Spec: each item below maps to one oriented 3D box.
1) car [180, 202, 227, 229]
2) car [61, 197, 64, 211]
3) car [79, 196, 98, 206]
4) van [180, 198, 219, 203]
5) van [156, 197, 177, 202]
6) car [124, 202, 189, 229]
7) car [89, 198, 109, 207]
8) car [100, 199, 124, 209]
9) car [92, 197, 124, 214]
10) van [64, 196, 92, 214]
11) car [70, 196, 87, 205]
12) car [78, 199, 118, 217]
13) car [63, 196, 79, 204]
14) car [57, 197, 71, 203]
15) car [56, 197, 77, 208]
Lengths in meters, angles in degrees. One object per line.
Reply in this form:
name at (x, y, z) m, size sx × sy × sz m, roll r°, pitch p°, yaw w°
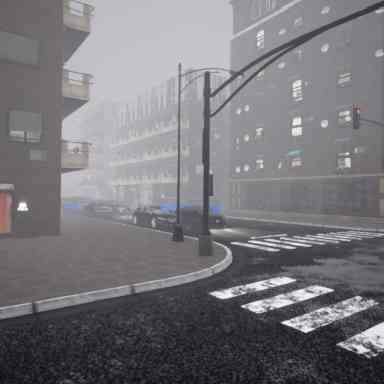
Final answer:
car at (0.415, 1.580, 21.868) m, size 1.994 × 1.385 × 4.181 m, roll 1°, pitch 0°, yaw -35°
car at (-15.153, 1.581, 40.020) m, size 2.008 × 1.369 × 4.403 m, roll 1°, pitch -1°, yaw -35°
car at (-18.227, 1.597, 58.305) m, size 1.967 × 1.590 × 4.097 m, roll 1°, pitch -1°, yaw -35°
van at (0.881, 1.440, 30.709) m, size 1.690 × 1.788 × 3.998 m, roll 1°, pitch -1°, yaw -35°
van at (-2.303, 1.450, 35.309) m, size 1.690 × 1.788 × 3.998 m, roll 1°, pitch -1°, yaw -35°
car at (-2.414, 1.540, 21.623) m, size 2.008 × 1.369 × 4.403 m, roll 1°, pitch -1°, yaw -35°
car at (-15.044, 1.730, 53.704) m, size 1.802 × 1.307 × 4.206 m, roll 1°, pitch -1°, yaw -35°
car at (-11.859, 1.684, 49.105) m, size 1.887 × 1.381 × 4.507 m, roll 1°, pitch -1°, yaw -35°
car at (-8.235, 1.537, 34.369) m, size 2.128 × 1.511 × 4.902 m, roll 1°, pitch -1°, yaw -35°
van at (-11.966, 1.361, 35.422) m, size 1.690 × 1.788 × 3.998 m, roll 1°, pitch -1°, yaw -35°
car at (-21.412, 1.606, 62.904) m, size 1.967 × 1.590 × 4.097 m, roll 1°, pitch -1°, yaw -35°
car at (-8.784, 1.592, 30.821) m, size 1.802 × 1.307 × 4.206 m, roll 1°, pitch -1°, yaw -35°
car at (-24.596, 1.615, 67.504) m, size 1.967 × 1.590 × 4.097 m, roll 1°, pitch -1°, yaw -35°
car at (-27.782, 1.728, 72.102) m, size 1.887 × 1.381 × 4.507 m, roll 1°, pitch -1°, yaw -35°
car at (-18.913, 1.573, 49.959) m, size 1.882 × 1.535 × 5.008 m, roll 1°, pitch -1°, yaw -35°
